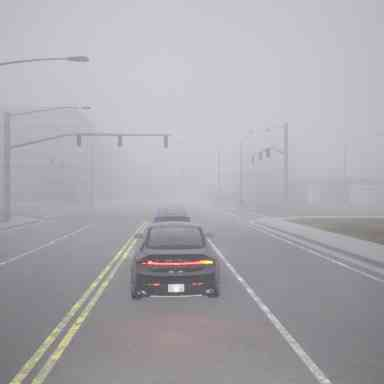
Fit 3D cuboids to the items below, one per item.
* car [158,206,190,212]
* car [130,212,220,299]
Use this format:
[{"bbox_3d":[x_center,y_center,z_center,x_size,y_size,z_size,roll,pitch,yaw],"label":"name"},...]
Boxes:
[{"bbox_3d":[-1.086,1.478,17.956,1.882,1.535,5.008,0,0,-4],"label":"car"},{"bbox_3d":[-0.445,1.505,8.484,1.837,1.490,4.892,0,0,-4],"label":"car"}]
